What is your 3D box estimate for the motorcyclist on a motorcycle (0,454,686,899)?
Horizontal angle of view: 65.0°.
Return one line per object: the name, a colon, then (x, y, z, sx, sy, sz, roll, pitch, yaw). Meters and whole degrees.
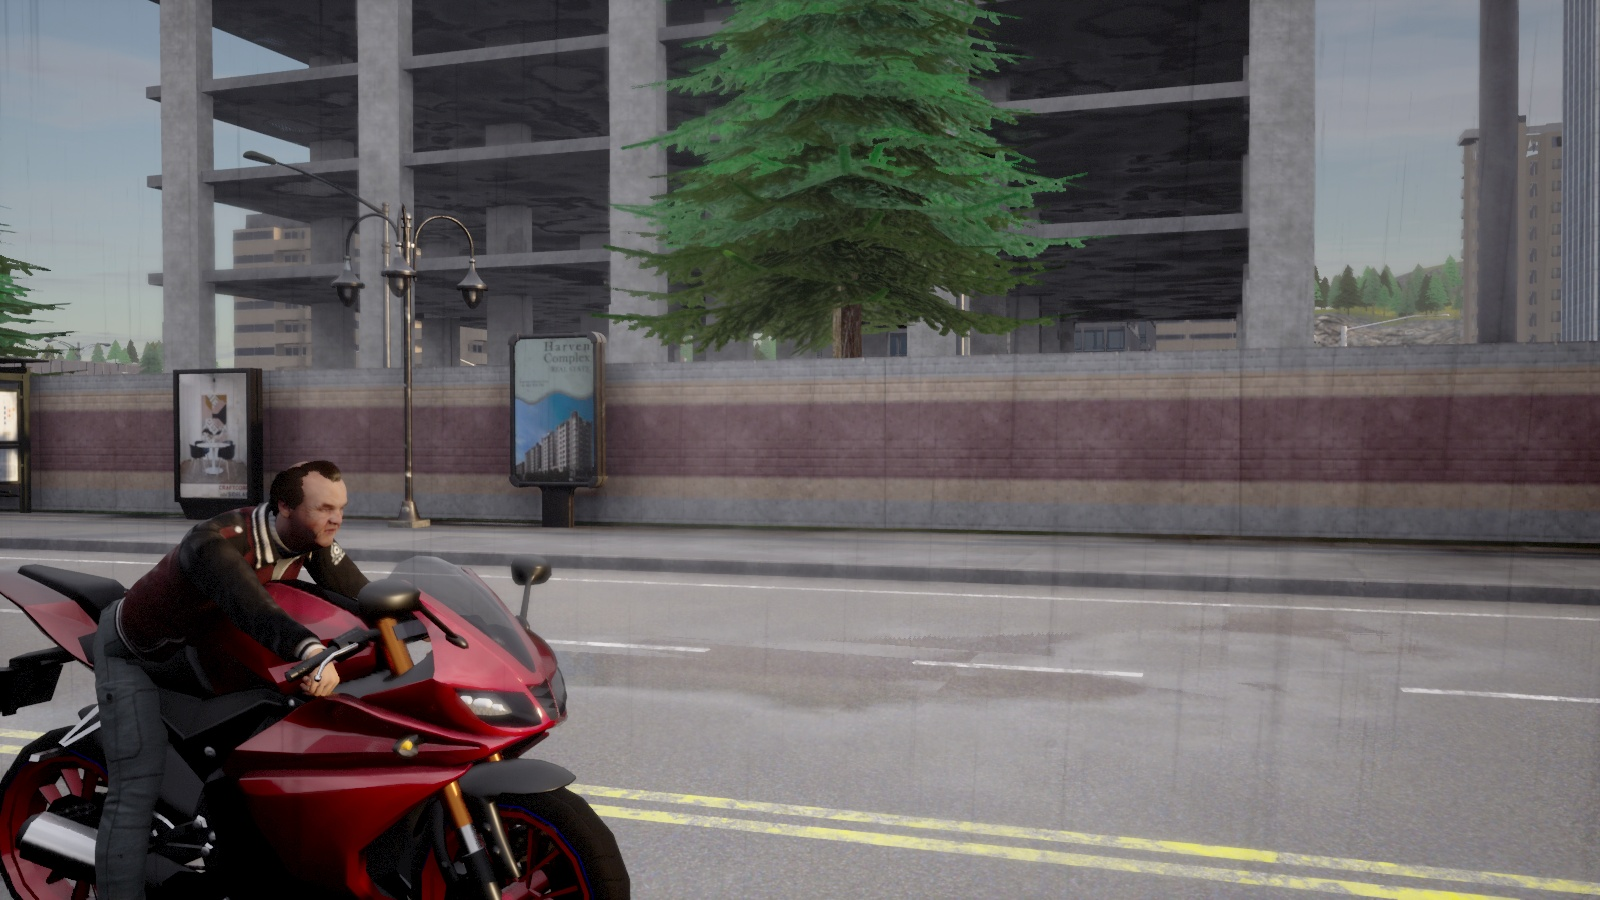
motorcyclist on a motorcycle: (-1.520, 0.797, 3.704, 2.191, 1.530, 0.866, 1, 1, 19)
